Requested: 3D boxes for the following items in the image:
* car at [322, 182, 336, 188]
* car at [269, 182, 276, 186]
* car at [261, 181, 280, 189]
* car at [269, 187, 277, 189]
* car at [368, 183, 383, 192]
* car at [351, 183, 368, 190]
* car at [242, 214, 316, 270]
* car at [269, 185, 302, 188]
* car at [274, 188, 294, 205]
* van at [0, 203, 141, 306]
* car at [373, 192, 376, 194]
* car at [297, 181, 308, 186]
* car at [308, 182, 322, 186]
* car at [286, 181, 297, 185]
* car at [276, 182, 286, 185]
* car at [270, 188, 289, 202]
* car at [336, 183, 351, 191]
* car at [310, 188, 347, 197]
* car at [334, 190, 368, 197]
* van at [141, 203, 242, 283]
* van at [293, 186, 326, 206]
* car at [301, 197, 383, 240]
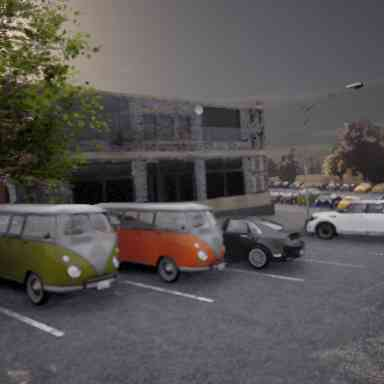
[{"bbox_3d":[26.291,-0.921,61.373,2.002,1.452,4.674,1,5,42],"label":"car"},{"bbox_3d":[19.532,-1.554,74.514,2.163,1.488,4.792,2,6,44],"label":"car"},{"bbox_3d":[18.269,-1.688,77.226,2.163,1.488,4.792,1,5,44],"label":"car"},{"bbox_3d":[10.993,0.602,51.318,2.002,1.452,4.674,0,6,42],"label":"car"},{"bbox_3d":[30.648,-0.620,53.709,1.946,1.575,5.366,1,5,41],"label":"car"},{"bbox_3d":[28.982,-0.710,56.021,1.946,1.575,5.366,2,5,42],"label":"car"},{"bbox_3d":[1.322,1.561,11.377,4.892,1.521,2.231,-1,-1,35],"label":"car"},{"bbox_3d":[15.132,0.192,53.522,2.128,1.511,4.902,-5,6,-28],"label":"car"},{"bbox_3d":[13.858,0.804,46.000,2.231,1.521,4.892,0,6,41],"label":"car"},{"bbox_3d":[-3.550,1.274,7.867,4.442,1.987,1.878,-1,-2,35],"label":"van"},{"bbox_3d":[19.616,1.314,35.438,2.163,1.488,4.792,1,6,40],"label":"car"},{"bbox_3d":[23.672,-1.224,66.752,1.946,1.575,5.366,1,5,43],"label":"car"},{"bbox_3d":[24.885,-1.206,63.959,2.185,1.767,4.553,1,5,43],"label":"car"},{"bbox_3d":[22.219,-1.459,69.259,2.185,1.767,4.553,2,6,43],"label":"car"},{"bbox_3d":[20.860,-1.458,71.887,2.097,1.535,5.008,1,5,44],"label":"car"},{"bbox_3d":[12.429,0.722,48.658,2.002,1.452,4.674,1,6,41],"label":"car"},{"bbox_3d":[27.688,-0.800,58.765,2.002,1.452,4.674,1,5,42],"label":"car"},{"bbox_3d":[16.767,0.915,40.695,2.185,1.767,4.553,0,6,40],"label":"car"},{"bbox_3d":[18.406,1.130,38.244,1.946,1.575,5.366,0,6,40],"label":"car"},{"bbox_3d":[-1.065,1.304,9.599,4.442,1.987,1.878,-1,-1,35],"label":"van"},{"bbox_3d":[15.381,0.684,43.432,1.878,1.987,4.442,0,6,41],"label":"van"},{"bbox_3d":[8.735,1.398,16.577,5.566,2.045,2.435,-1,-1,35],"label":"car"}]
